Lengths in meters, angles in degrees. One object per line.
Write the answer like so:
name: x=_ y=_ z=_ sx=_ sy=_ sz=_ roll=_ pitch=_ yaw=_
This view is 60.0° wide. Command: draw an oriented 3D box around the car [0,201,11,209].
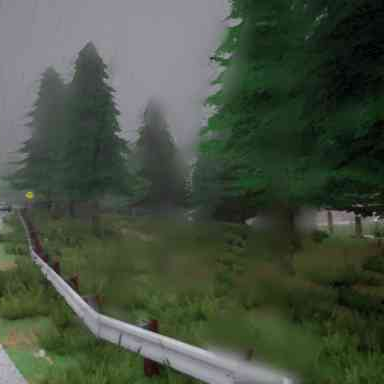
car: x=-24.387 y=1.848 z=42.757 sx=1.994 sy=1.385 sz=4.181 roll=-1 pitch=0 yaw=-26
